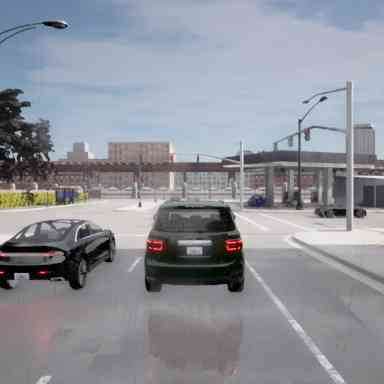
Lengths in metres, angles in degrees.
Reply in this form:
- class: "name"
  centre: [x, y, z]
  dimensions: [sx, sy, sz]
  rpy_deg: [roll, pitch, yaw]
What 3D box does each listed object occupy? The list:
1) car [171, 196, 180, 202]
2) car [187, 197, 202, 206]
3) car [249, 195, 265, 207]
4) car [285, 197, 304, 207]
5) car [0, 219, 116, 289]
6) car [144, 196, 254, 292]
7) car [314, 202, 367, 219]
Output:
- class: "car"
  centre: [-3.644, 1.552, 74.497]
  dimensions: [1.994, 1.385, 4.181]
  rpy_deg: [0, 0, 0]
- class: "car"
  centre: [0.450, 1.600, 57.495]
  dimensions: [1.895, 1.301, 4.718]
  rpy_deg: [0, 0, 10]
- class: "car"
  centre: [9.614, 1.294, 49.259]
  dimensions: [2.242, 1.667, 4.611]
  rpy_deg: [0, 0, 0]
- class: "car"
  centre: [15.358, 1.455, 50.032]
  dimensions: [1.970, 1.475, 3.806]
  rpy_deg: [0, 0, 0]
- class: "car"
  centre: [-3.438, 1.491, 9.150]
  dimensions: [2.128, 1.511, 4.902]
  rpy_deg: [0, 0, 0]
- class: "car"
  centre: [0.067, 1.221, 9.068]
  dimensions: [2.150, 2.045, 5.566]
  rpy_deg: [0, 0, 0]
- class: "car"
  centre: [12.935, 1.564, 29.118]
  dimensions: [4.181, 1.385, 1.994]
  rpy_deg: [0, 0, -1]
